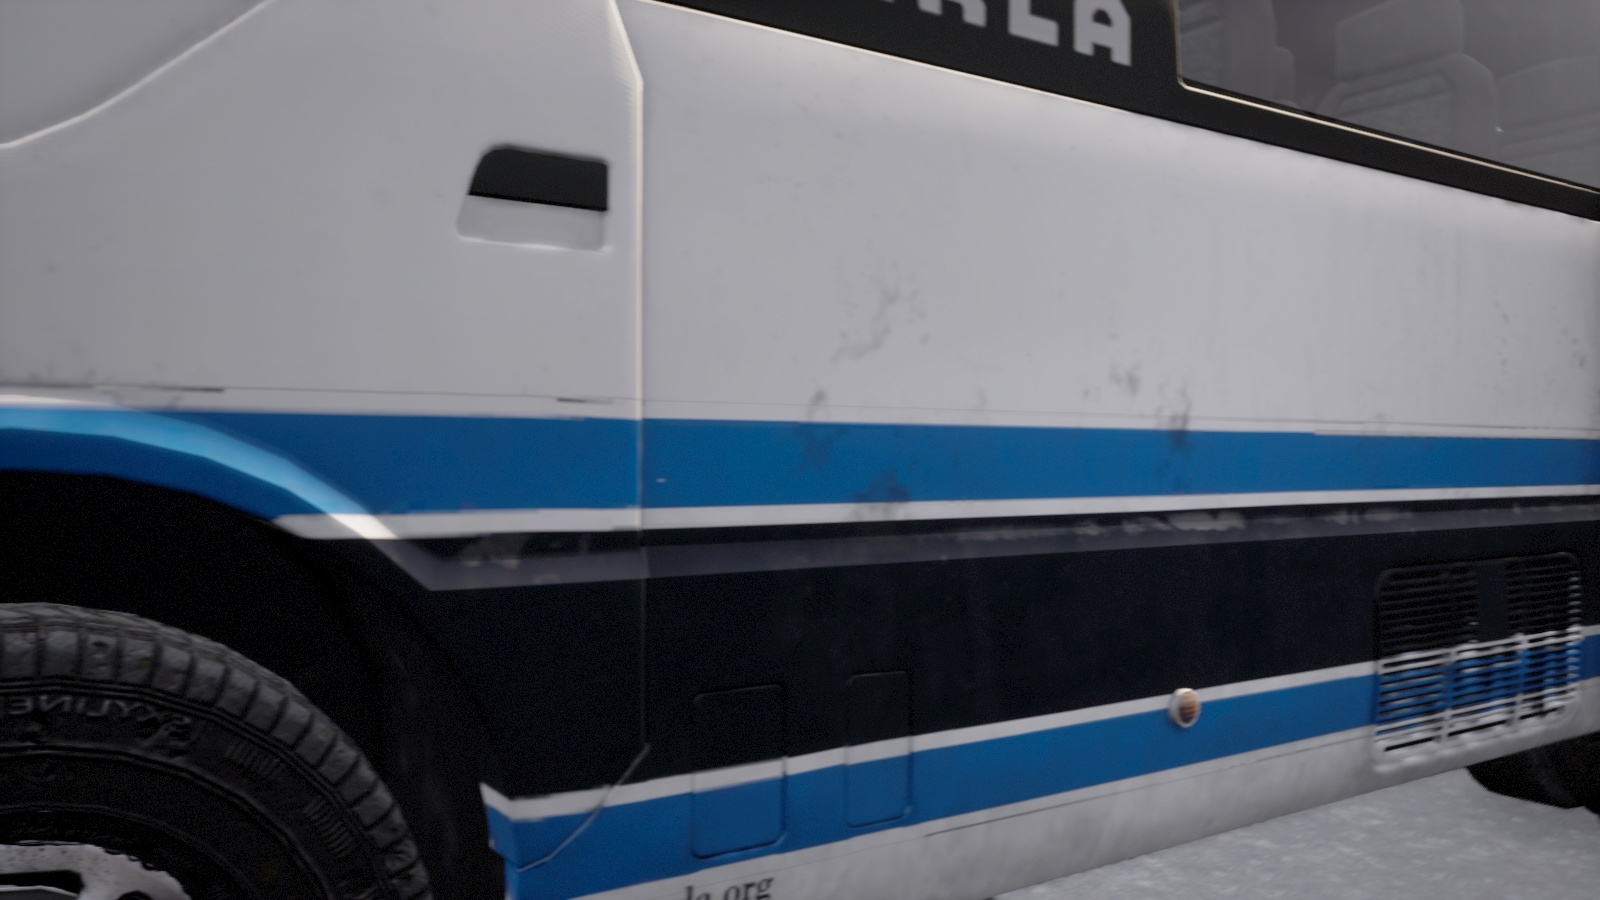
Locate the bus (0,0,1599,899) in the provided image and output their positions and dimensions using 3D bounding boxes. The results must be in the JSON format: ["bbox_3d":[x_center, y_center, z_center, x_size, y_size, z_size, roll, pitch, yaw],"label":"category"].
[{"bbox_3d":[0.400,-0.621,4.554,10.273,4.253,3.944,0,0,-35],"label":"bus"}]
